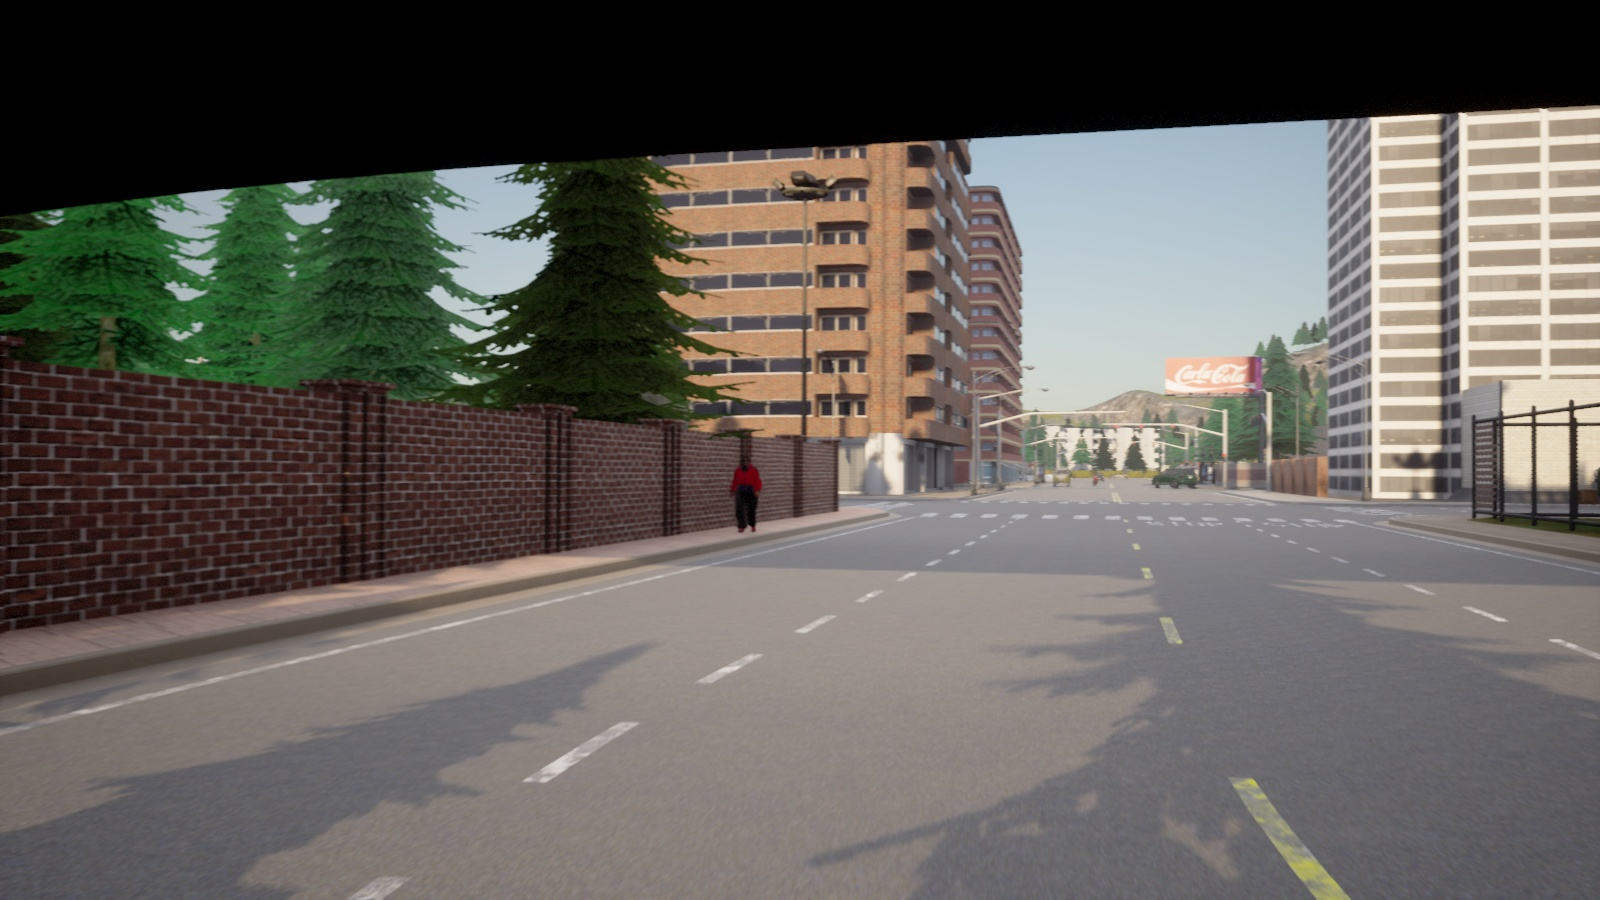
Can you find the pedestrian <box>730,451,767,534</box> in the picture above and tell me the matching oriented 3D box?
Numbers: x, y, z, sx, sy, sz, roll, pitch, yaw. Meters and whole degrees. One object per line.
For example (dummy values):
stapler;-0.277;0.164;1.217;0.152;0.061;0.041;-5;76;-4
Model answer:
pedestrian;-1.157;0.952;28.373;0.634;1.844;0.899;0;-1;12
